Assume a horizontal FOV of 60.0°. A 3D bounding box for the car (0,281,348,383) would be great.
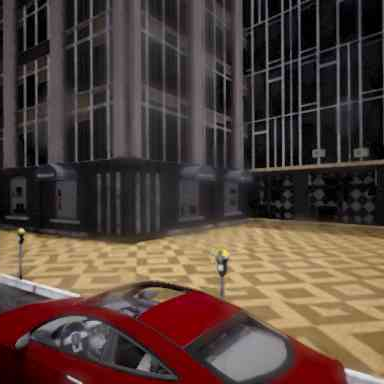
[{"bbox_3d":[-0.646,1.603,3.332,4.206,1.307,1.802,-1,0,35],"label":"car"}]
